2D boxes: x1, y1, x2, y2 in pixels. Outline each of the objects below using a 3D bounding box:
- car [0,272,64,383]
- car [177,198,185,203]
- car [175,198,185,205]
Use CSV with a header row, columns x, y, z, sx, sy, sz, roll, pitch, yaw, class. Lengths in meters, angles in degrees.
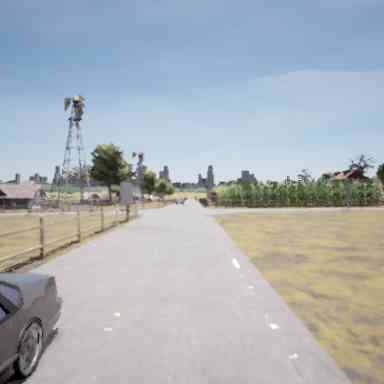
x,y,z,sx,sy,sz,roll,pitch,yaw,class
-2.847,1.545,2.722,2.033,1.411,5.357,0,0,0,car
-2.700,2.182,83.887,1.895,1.301,4.718,0,-1,0,car
-2.706,2.009,71.888,2.128,1.511,4.902,0,-1,0,car
